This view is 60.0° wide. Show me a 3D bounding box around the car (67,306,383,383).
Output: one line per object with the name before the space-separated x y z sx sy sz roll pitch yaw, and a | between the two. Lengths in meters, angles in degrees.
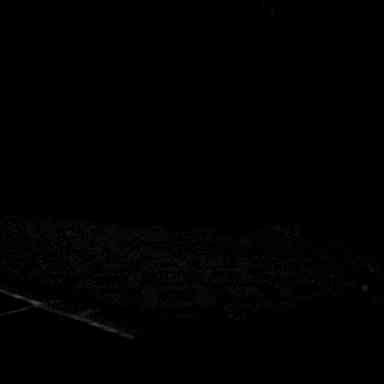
car | 0.921 1.566 2.306 4.313 1.339 1.947 0 0 35
